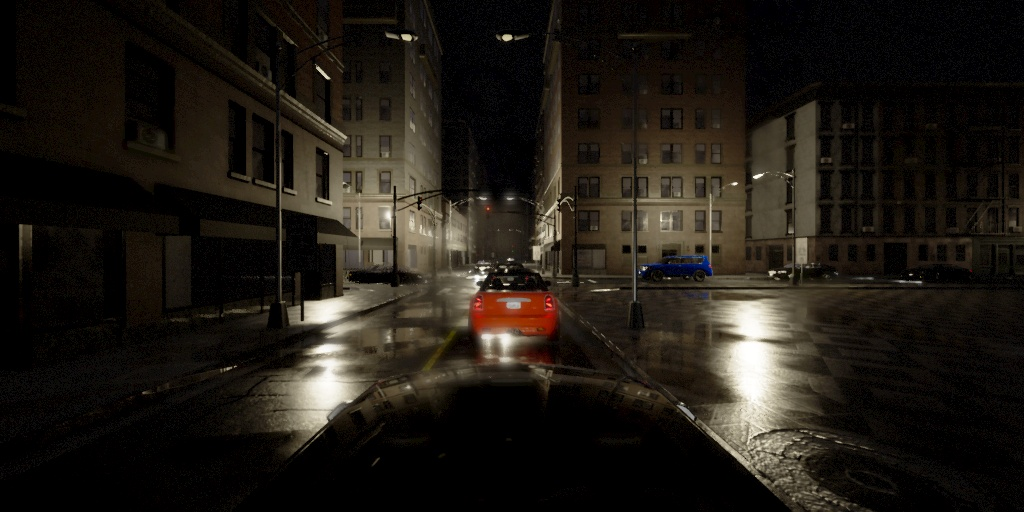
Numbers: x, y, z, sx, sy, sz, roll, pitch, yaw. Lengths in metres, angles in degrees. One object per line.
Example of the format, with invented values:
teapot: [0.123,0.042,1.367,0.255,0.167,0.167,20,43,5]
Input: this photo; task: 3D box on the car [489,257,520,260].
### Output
car: [-0.185,1.100,18.901,2.097,1.767,4.553,0,0,-3]

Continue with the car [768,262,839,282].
car: [23.252,1.246,28.770,4.902,1.511,2.128,0,0,-1]

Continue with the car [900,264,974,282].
car: [34.106,1.319,28.859,4.181,1.385,1.994,0,0,1]

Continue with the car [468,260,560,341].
car: [0.046,1.101,9.980,2.097,1.767,4.553,0,0,0]

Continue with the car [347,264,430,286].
car: [-8.514,1.297,24.853,5.357,1.411,2.033,0,0,7]

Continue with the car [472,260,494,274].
car: [-3.229,1.237,41.295,2.128,1.511,4.902,0,0,0]

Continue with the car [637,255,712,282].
car: [12.957,0.974,28.662,5.566,2.045,2.150,0,0,-1]
